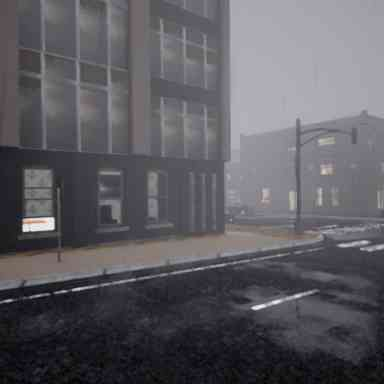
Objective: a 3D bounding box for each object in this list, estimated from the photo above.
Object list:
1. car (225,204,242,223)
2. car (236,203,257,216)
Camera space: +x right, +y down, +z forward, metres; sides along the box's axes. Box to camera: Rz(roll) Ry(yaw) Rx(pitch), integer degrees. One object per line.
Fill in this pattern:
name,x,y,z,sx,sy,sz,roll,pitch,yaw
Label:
car,1.840,1.936,28.659,1.947,1.339,4.313,-2,0,-37
car,5.470,1.922,38.250,2.008,1.369,4.403,-2,0,-37
